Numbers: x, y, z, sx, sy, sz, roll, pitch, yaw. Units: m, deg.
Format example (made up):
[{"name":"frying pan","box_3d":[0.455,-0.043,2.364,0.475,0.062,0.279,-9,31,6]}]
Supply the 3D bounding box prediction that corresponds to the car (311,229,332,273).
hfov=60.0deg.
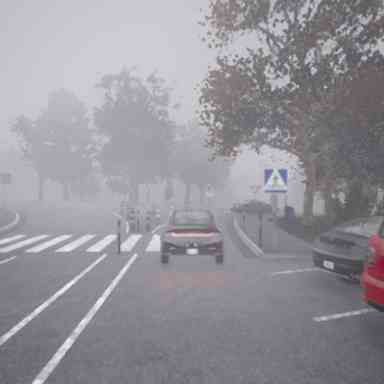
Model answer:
[{"name":"car","box_3d":[5.274,1.358,8.211,4.892,1.521,2.231,0,1,-21]}]

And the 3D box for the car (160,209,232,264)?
[{"name":"car","box_3d":[-0.014,1.309,11.121,2.128,1.511,4.902,0,1,-1]}]

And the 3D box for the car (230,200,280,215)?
[{"name":"car","box_3d":[5.988,1.425,31.163,5.357,1.411,2.033,2,0,-39]}]

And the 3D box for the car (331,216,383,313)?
[{"name":"car","box_3d":[5.337,1.154,5.247,5.566,2.045,2.435,0,1,-21]}]
